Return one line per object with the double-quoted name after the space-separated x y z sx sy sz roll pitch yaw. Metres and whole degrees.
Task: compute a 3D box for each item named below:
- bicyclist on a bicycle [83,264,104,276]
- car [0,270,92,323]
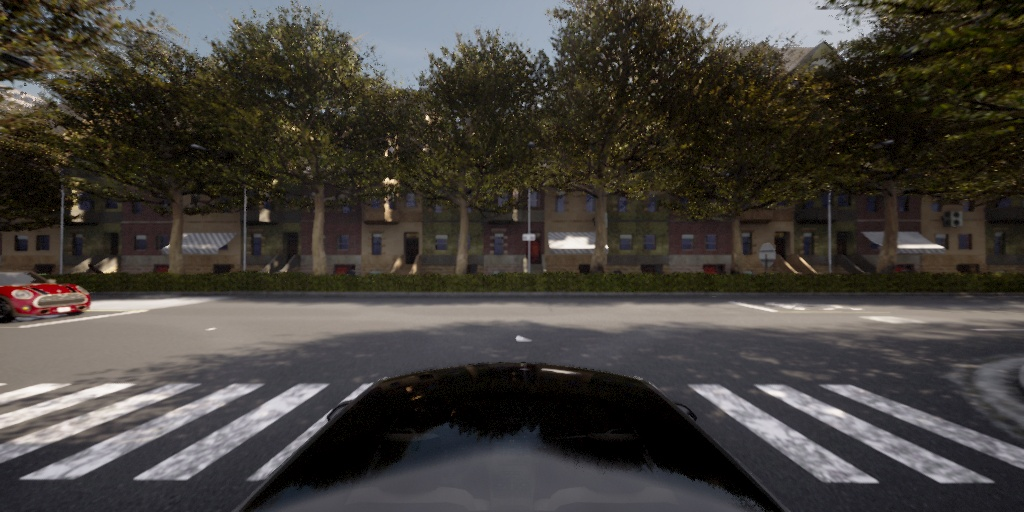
-28.114 1.363 24.089 0.582 1.620 1.656 0 0 1 "bicyclist on a bicycle"
-17.640 1.254 12.403 4.553 1.767 2.097 0 -1 1 "car"
